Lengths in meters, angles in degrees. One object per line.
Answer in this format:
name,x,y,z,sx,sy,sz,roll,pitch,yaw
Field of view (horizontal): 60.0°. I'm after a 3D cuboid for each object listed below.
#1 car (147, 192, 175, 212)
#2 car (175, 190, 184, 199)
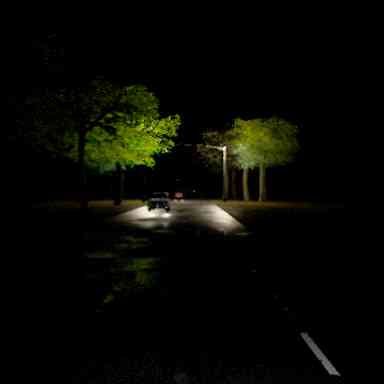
car,-3.420,1.045,35.908,2.150,2.045,5.566,0,0,1
car,-2.929,0.612,76.480,2.150,2.045,5.566,0,1,1
